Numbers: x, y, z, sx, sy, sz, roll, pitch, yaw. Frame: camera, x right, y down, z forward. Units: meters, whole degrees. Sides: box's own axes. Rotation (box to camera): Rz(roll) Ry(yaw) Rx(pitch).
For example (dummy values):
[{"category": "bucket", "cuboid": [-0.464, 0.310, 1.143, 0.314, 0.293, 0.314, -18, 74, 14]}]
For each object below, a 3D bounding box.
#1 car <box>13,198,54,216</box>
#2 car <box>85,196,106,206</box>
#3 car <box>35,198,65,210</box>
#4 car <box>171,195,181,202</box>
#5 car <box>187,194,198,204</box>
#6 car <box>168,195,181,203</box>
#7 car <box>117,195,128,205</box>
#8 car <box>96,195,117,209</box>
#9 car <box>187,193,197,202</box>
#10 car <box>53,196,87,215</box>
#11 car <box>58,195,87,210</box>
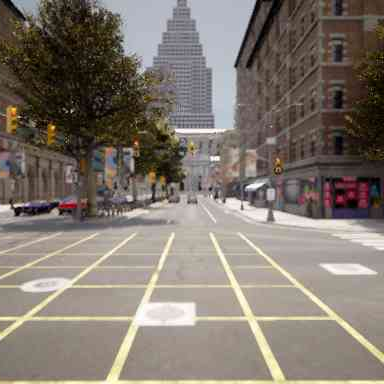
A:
[{"category": "car", "cuboid": [-15.072, 1.532, 31.865, 1.895, 1.301, 4.718, 0, 0, 0]}, {"category": "car", "cuboid": [-14.999, 1.366, 52.073, 1.882, 1.535, 5.008, 0, 0, 0]}, {"category": "car", "cuboid": [-18.249, 1.503, 42.979, 1.895, 1.301, 4.718, 0, 0, 0]}, {"category": "car", "cuboid": [-3.499, 1.345, 72.480, 1.837, 1.490, 4.892, 0, 0, 0]}, {"category": "car", "cuboid": [0.099, 1.419, 59.640, 2.033, 1.411, 5.357, 0, 0, 0]}, {"category": "car", "cuboid": [-3.499, 1.413, 62.995, 2.033, 1.411, 5.357, 0, 0, 0]}, {"category": "car", "cuboid": [-11.499, 1.239, 52.877, 2.097, 1.767, 4.553, 0, 0, 0]}, {"category": "car", "cuboid": [-11.500, 1.413, 42.888, 1.837, 1.490, 4.892, 0, 0, 0]}, {"category": "car", "cuboid": [0.001, 1.200, 72.563, 2.097, 1.767, 4.553, 0, 0, 0]}, {"category": "car", "cuboid": [-11.569, 1.407, 33.091, 1.882, 1.535, 5.008, 0, 0, 0]}, {"category": "car", "cuboid": [-15.000, 1.262, 41.973, 2.097, 1.767, 4.553, 0, 0, 0]}]
